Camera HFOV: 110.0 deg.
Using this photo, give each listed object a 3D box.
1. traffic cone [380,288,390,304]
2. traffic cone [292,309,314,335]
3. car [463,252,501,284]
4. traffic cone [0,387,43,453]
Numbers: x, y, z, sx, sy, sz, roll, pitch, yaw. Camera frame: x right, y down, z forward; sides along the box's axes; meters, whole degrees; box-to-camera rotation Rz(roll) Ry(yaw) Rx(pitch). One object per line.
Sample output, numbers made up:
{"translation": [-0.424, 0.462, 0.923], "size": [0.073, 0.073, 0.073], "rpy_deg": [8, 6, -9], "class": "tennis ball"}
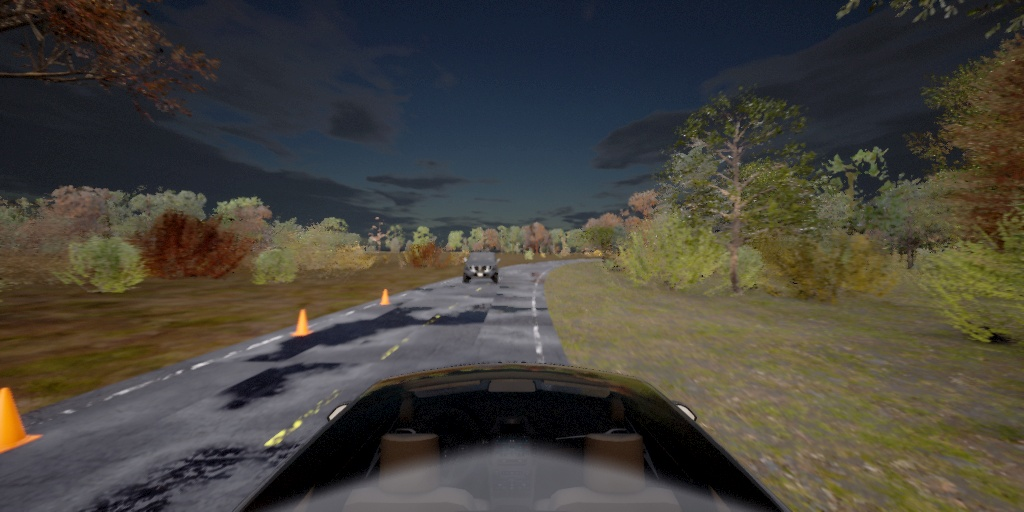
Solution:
{"translation": [-4.879, 1.545, 13.809], "size": [0.340, 0.580, 0.340], "rpy_deg": [0, 0, 3], "class": "traffic cone"}
{"translation": [-5.103, 1.598, 8.754], "size": [0.340, 0.580, 0.340], "rpy_deg": [0, 0, 2], "class": "traffic cone"}
{"translation": [-1.967, 0.717, 24.064], "size": [2.150, 2.045, 5.566], "rpy_deg": [1, 0, -2], "class": "car"}
{"translation": [-5.214, 1.653, 3.694], "size": [0.340, 0.580, 0.340], "rpy_deg": [0, 0, 1], "class": "traffic cone"}
